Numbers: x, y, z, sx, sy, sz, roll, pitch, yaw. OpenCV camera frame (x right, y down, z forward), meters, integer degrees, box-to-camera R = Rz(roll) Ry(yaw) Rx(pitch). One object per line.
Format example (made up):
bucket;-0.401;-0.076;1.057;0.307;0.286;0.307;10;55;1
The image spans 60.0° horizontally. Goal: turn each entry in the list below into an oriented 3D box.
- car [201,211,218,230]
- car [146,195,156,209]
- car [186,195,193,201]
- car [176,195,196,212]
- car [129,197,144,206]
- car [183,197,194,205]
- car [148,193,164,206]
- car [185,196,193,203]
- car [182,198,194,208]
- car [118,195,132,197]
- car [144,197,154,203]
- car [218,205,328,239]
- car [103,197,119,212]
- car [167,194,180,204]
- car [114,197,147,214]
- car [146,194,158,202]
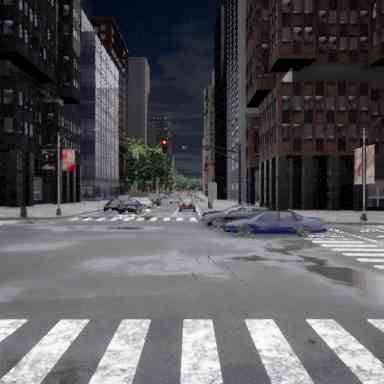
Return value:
car;3.005;1.553;20.889;4.902;1.511;2.128;1;0;0
car;-6.427;1.543;45.327;1.812;1.442;4.674;0;0;0
car;-0.794;1.684;93.257;1.887;1.381;4.507;0;0;0
car;-0.539;1.444;39.008;1.967;1.590;4.097;0;0;0
car;-9.139;1.564;55.078;1.752;1.417;4.829;0;0;0
car;-0.640;1.596;60.707;1.887;1.381;4.507;0;0;0
car;-6.465;1.262;55.970;2.150;2.045;5.566;0;0;0
car;-0.692;1.604;71.727;1.752;1.417;4.829;0;0;0
car;-0.589;1.608;49.857;1.802;1.307;4.206;0;0;0
car;-9.090;1.330;44.397;2.192;1.841;5.009;0;0;0
car;-9.216;1.660;71.526;1.802;1.307;4.206;0;0;0
car;4.276;1.630;17.644;5.357;1.411;2.033;1;0;0
car;-9.064;1.569;38.971;1.947;1.339;4.313;0;0;0
car;-3.423;1.664;65.609;1.895;1.301;4.718;0;0;0
car;-6.380;1.543;35.101;2.033;1.411;5.357;0;0;0
car;-9.243;1.408;76.953;2.192;1.841;5.009;0;0;0
